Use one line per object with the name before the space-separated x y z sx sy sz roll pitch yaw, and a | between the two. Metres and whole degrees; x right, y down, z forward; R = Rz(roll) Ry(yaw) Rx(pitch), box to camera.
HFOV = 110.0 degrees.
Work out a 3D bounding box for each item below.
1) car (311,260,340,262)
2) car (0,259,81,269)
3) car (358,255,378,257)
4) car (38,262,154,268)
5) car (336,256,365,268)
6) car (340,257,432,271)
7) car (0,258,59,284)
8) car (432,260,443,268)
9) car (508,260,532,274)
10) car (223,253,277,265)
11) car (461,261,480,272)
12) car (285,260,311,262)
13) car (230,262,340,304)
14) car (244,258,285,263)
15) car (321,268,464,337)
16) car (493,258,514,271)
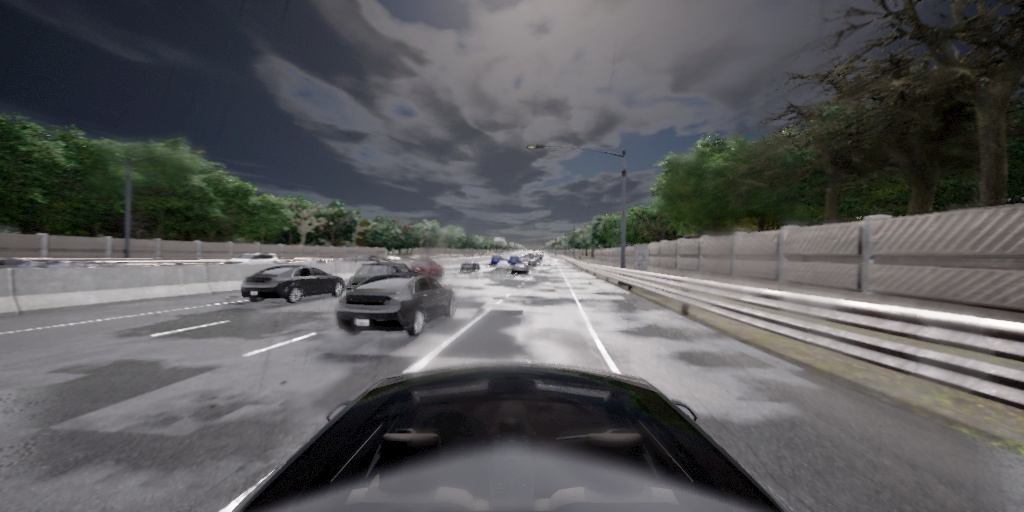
car | -17.610 1.112 36.474 1.882 1.535 5.008 1 -1 7
car | -23.189 1.002 19.260 2.033 1.411 5.357 1 0 7
car | -22.463 0.808 55.022 2.150 2.045 5.566 1 0 7
car | -19.789 1.106 18.225 1.895 1.301 4.718 1 0 7
car | -25.714 0.893 57.311 2.097 1.767 4.553 1 0 6
car | -5.735 1.084 17.033 2.097 1.767 4.553 1 0 7
car | -30.081 0.853 20.516 1.837 1.490 4.892 1 -1 7
car | -7.517 1.130 31.716 2.097 1.767 4.553 1 0 7
car | 1.096 1.545 45.303 1.994 1.385 4.181 1 0 7
car | -27.908 0.699 38.630 2.150 2.045 5.566 1 -1 7
car | -5.588 1.369 48.458 2.128 1.511 4.902 1 0 6
car | -20.989 1.111 37.661 1.812 1.442 4.674 1 -1 7
car | -9.400 1.170 15.880 1.837 1.490 4.892 1 0 7
car | -24.579 1.124 37.127 1.895 1.301 4.718 1 0 7
car | -3.016 1.248 10.347 1.837 1.490 4.892 1 0 7
car | -1.301 1.453 55.231 1.812 1.442 4.674 1 0 6
